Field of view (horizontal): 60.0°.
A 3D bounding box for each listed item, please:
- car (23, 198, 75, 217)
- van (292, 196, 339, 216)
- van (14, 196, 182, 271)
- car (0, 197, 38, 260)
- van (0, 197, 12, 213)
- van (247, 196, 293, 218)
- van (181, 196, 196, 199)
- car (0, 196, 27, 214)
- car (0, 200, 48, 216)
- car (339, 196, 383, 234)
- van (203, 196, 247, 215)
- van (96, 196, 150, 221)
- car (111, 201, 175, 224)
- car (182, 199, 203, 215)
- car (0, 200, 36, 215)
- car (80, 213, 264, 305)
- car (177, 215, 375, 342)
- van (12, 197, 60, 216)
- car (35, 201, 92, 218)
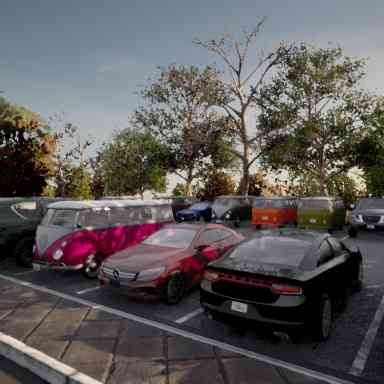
[{"bbox_3d":[-14.945,1.591,34.983,2.185,1.767,4.553,-1,-1,36],"label":"car"},{"bbox_3d":[7.548,1.241,19.060,1.878,1.987,4.442,0,0,36],"label":"van"},{"bbox_3d":[-2.471,1.234,9.859,1.878,1.987,4.442,0,0,36],"label":"van"},{"bbox_3d":[-4.644,1.199,11.593,2.435,2.045,5.566,0,0,36],"label":"car"},{"bbox_3d":[-26.216,1.695,43.236,1.878,1.987,4.442,-1,-1,36],"label":"van"},{"bbox_3d":[5.397,1.233,20.599,1.878,1.987,4.442,0,0,36],"label":"van"},{"bbox_3d":[-1.483,1.277,25.239,1.878,1.987,4.442,-1,-1,36],"label":"van"},{"bbox_3d":[-23.918,1.616,41.480,2.435,2.045,5.566,-1,-1,36],"label":"car"},{"bbox_3d":[-19.434,1.789,38.227,2.231,1.521,4.892,-1,-1,36],"label":"car"},{"bbox_3d":[9.716,1.225,17.329,2.435,2.045,5.566,0,0,36],"label":"car"},{"bbox_3d":[2.901,1.224,22.100,1.878,1.987,4.442,0,0,36],"label":"van"},{"bbox_3d":[-5.850,1.349,28.653,1.878,1.987,4.442,-1,-1,36],"label":"van"},{"bbox_3d":[-3.770,1.536,26.793,1.946,1.575,5.366,-1,-1,36],"label":"car"},{"bbox_3d":[0.843,1.468,23.723,2.097,1.535,5.008,-1,-1,36],"label":"car"},{"bbox_3d":[-21.788,1.823,39.693,1.946,1.575,5.366,-1,-1,36],"label":"car"},{"bbox_3d":[-0.145,1.509,8.340,2.002,1.452,4.674,0,0,36],"label":"car"},{"bbox_3d":[2.108,1.478,6.718,2.097,1.535,5.008,0,0,36],"label":"car"},{"bbox_3d":[-17.112,1.527,36.716,1.878,1.987,4.442,-1,-1,36],"label":"van"},{"bbox_3d":[-12.778,1.683,33.463,2.097,1.535,5.008,-1,-1,36],"label":"car"}]
